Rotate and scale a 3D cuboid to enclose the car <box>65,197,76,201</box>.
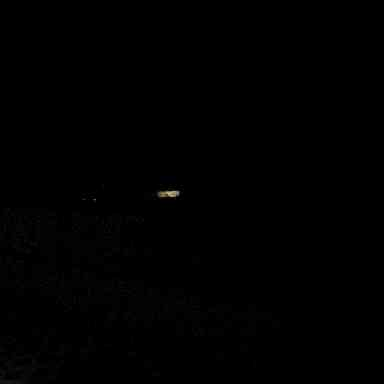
[{"bbox_3d":[-12.230,1.016,37.929,2.128,1.511,4.902,0,1,32],"label":"car"}]

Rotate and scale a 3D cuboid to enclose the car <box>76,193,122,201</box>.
[{"bbox_3d":[-9.655,0.889,35.914,2.097,1.767,4.553,0,1,32],"label":"car"}]

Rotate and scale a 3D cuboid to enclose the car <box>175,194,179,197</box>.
[{"bbox_3d":[-1.252,0.783,55.496,1.994,1.385,4.181,0,1,32],"label":"car"}]
